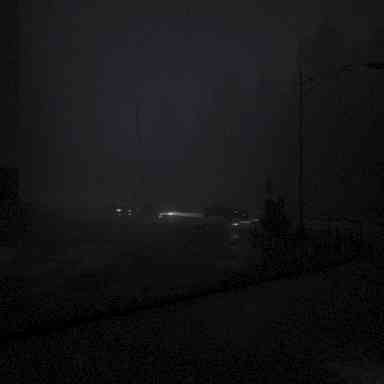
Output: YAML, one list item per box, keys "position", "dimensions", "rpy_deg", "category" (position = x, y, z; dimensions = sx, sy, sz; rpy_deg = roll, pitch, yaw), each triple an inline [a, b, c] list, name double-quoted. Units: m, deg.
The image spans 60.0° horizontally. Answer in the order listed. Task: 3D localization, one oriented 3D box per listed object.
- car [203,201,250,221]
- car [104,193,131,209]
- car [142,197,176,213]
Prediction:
- position: [2.746, 1.525, 27.856]
  dimensions: [1.812, 1.442, 4.674]
  rpy_deg: [0, 0, -36]
  category: "car"
- position: [-10.413, 1.221, 46.220]
  dimensions: [2.150, 2.045, 5.566]
  rpy_deg: [0, 0, -35]
  category: "car"
- position: [-3.925, 1.564, 37.138]
  dimensions: [1.994, 1.385, 4.181]
  rpy_deg: [0, 0, -36]
  category: "car"
